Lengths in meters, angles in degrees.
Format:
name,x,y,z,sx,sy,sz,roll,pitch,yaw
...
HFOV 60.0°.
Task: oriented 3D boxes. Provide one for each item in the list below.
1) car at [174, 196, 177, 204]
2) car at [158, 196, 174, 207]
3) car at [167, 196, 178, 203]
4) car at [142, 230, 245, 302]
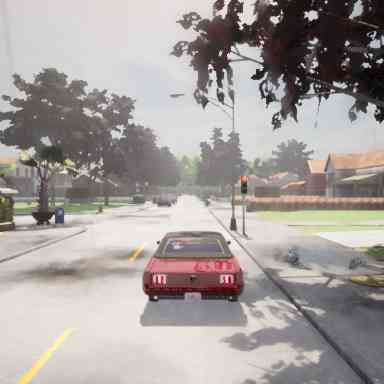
name,x,y,z,sx,sy,sz,roll,pitch,yaw
car,-4.135,1.564,60.844,1.994,1.385,4.181,0,0,0
car,-4.154,1.601,50.852,1.895,1.301,4.718,0,0,0
car,-4.080,1.540,71.205,2.033,1.411,5.357,0,0,0
car,0.042,1.601,8.226,1.895,1.301,4.718,0,0,1
